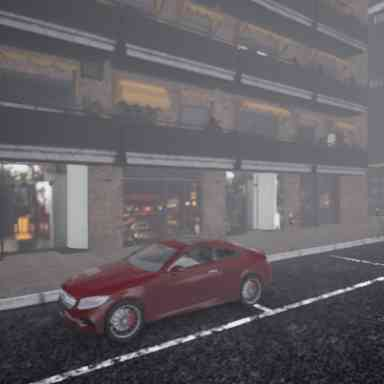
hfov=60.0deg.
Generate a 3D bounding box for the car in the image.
[{"bbox_3d":[-0.273,1.532,6.309,4.206,1.307,1.802,-1,1,-34],"label":"car"}]
